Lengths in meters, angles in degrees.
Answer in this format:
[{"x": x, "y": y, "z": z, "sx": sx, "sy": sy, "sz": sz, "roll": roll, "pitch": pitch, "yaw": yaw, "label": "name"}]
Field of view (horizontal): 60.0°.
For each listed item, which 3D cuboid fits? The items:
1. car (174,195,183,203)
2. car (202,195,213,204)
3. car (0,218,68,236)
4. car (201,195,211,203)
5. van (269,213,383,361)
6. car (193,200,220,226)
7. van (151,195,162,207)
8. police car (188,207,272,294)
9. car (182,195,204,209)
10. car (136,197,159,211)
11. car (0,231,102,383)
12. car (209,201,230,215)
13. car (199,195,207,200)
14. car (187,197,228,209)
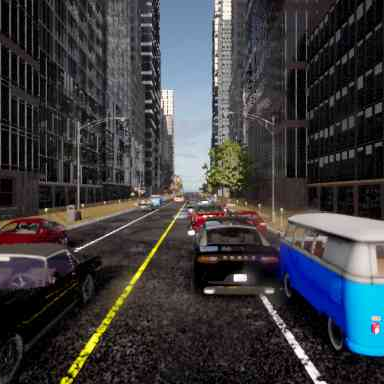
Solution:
[{"x": -2.781, "y": 1.352, "z": 71.929, "sx": 2.097, "sy": 1.767, "sz": 4.553, "roll": 0, "pitch": 0, "yaw": 0, "label": "car"}, {"x": 2.883, "y": 1.450, "z": 62.702, "sx": 1.967, "sy": 1.590, "sz": 4.097, "roll": 0, "pitch": 0, "yaw": 0, "label": "car"}, {"x": -5.656, "y": 1.589, "z": 11.499, "sx": 1.802, "sy": 1.307, "sz": 4.206, "roll": 0, "pitch": 0, "yaw": 0, "label": "car"}, {"x": 2.900, "y": 1.444, "z": 68.394, "sx": 1.967, "sy": 1.590, "sz": 4.097, "roll": 0, "pitch": 0, "yaw": 0, "label": "car"}, {"x": 2.708, "y": 1.345, "z": 5.779, "sx": 1.690, "sy": 1.788, "sz": 3.998, "roll": 0, "pitch": 0, "yaw": 0, "label": "van"}, {"x": 0.977, "y": 1.470, "z": 24.993, "sx": 1.801, "sy": 1.575, "sz": 5.366, "roll": 0, "pitch": 0, "yaw": 0, "label": "car"}, {"x": -5.533, "y": 1.360, "z": 51.347, "sx": 1.690, "sy": 1.788, "sz": 3.998, "roll": 0, "pitch": 0, "yaw": 0, "label": "van"}, {"x": 0.927, "y": 1.431, "z": 8.913, "sx": 1.930, "sy": 1.638, "sz": 5.238, "roll": 0, "pitch": 0, "yaw": 0, "label": "police car"}, {"x": 0.149, "y": 1.513, "z": 45.701, "sx": 2.128, "sy": 1.511, "sz": 4.902, "roll": 0, "pitch": 0, "yaw": 0, "label": "car"}, {"x": -5.568, "y": 1.573, "z": 39.962, "sx": 2.008, "sy": 1.369, "sz": 4.403, "roll": 0, "pitch": 0, "yaw": 0, "label": "car"}, {"x": -2.985, "y": 1.604, "z": 5.351, "sx": 1.895, "sy": 1.301, "sz": 4.718, "roll": 0, "pitch": 0, "yaw": 0, "label": "car"}, {"x": 2.795, "y": 1.602, "z": 34.240, "sx": 1.802, "sy": 1.307, "sz": 4.206, "roll": 0, "pitch": 0, "yaw": 0, "label": "car"}, {"x": 2.971, "y": 1.520, "z": 91.165, "sx": 1.887, "sy": 1.381, "sz": 4.507, "roll": 0, "pitch": 0, "yaw": 0, "label": "car"}, {"x": 0.908, "y": 1.363, "z": 18.765, "sx": 2.097, "sy": 1.767, "sz": 4.553, "roll": 0, "pitch": 0, "yaw": 0, "label": "car"}]
